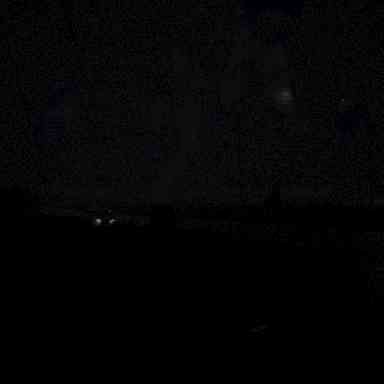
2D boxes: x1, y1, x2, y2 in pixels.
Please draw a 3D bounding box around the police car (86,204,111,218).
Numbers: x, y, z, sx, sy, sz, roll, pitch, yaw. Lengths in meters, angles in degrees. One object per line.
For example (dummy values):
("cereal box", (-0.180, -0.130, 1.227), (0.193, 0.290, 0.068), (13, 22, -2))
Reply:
("police car", (-11.909, 2.324, 42.346), (1.930, 1.638, 5.238), (-2, 0, -36))
